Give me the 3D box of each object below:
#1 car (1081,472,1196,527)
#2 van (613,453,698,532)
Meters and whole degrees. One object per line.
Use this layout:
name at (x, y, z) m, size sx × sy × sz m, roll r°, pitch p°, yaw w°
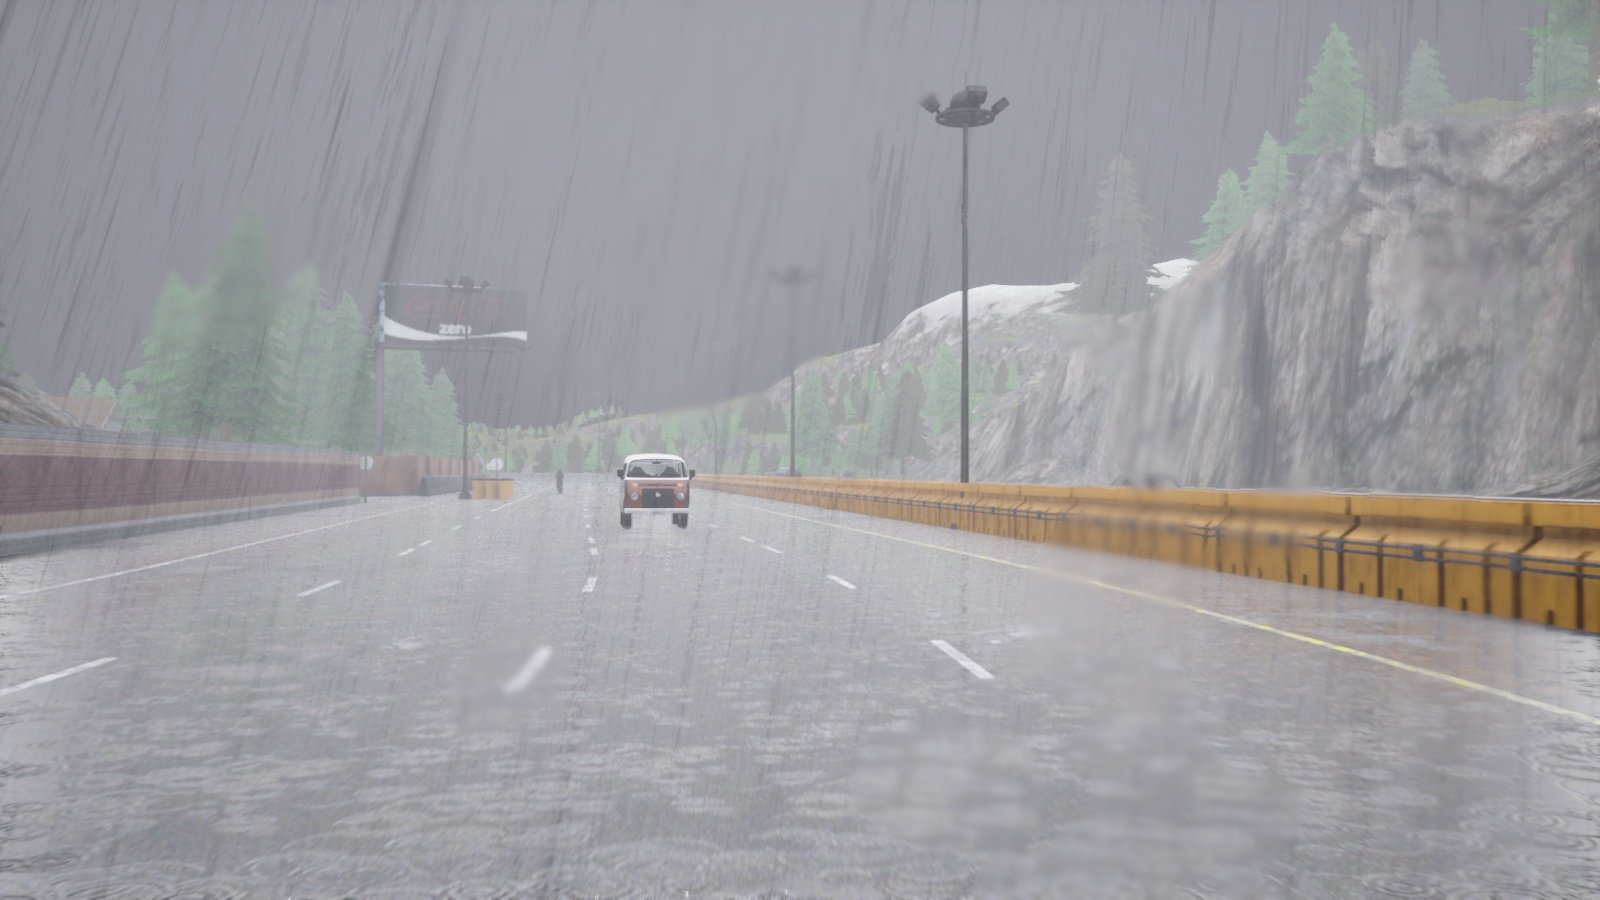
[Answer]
car at (9.809, 1.400, 36.671) m, size 1.845 × 1.501 × 3.633 m, roll 0°, pitch -1°, yaw -10°
van at (-4.063, 1.139, 34.710) m, size 2.069 × 2.038 × 4.480 m, roll 0°, pitch -1°, yaw -10°
